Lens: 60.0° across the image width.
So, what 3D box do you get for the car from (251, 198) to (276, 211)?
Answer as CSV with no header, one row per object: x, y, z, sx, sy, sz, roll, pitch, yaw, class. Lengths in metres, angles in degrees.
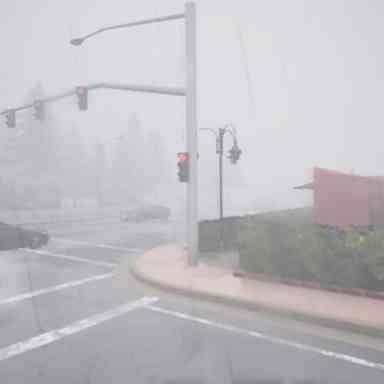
9.924,1.608,46.278,2.097,1.767,4.553,-1,0,36,car

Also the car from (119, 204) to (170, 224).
-3.821,1.749,27.409,2.128,1.511,4.902,-1,0,36,car

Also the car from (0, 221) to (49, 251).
-8.094,1.747,13.142,1.812,1.442,4.674,2,1,36,car
